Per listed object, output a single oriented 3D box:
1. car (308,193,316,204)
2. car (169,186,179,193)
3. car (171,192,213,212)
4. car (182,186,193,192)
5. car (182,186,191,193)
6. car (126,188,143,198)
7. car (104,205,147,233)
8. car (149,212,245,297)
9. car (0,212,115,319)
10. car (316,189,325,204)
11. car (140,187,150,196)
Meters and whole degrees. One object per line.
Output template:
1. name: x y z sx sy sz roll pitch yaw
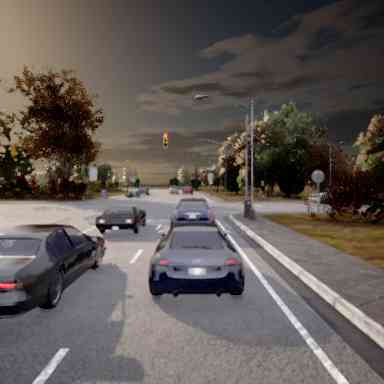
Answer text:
1. car: 17.581 0.476 41.795 5.566 2.045 2.150 0 1 -4
2. car: -4.431 -0.105 84.743 1.994 1.385 4.181 0 1 -4
3. car: 0.020 1.071 16.992 2.097 1.767 4.553 0 1 0
4. car: -0.882 -0.417 84.065 2.150 2.045 5.566 0 1 -4
5. car: -1.713 -0.715 94.709 2.097 1.767 4.553 0 1 -7
6. car: -10.853 0.449 61.248 1.994 1.385 4.181 0 1 0
7. car: -3.501 1.313 17.313 1.895 1.301 4.718 0 1 -1
8. car: 0.068 1.442 8.319 1.994 1.385 4.181 0 1 -1
9. car: -3.427 1.438 7.492 2.033 1.411 5.357 0 1 -1
10. car: 17.736 0.545 38.304 5.566 2.045 2.150 0 1 -4
11. car: -11.065 -0.227 76.621 2.150 2.045 5.566 0 1 -1
